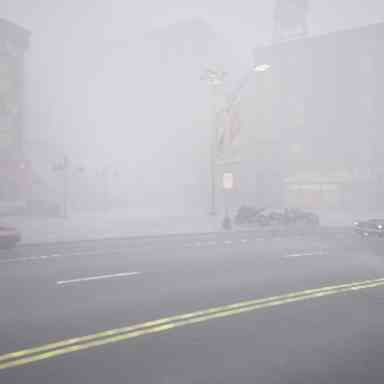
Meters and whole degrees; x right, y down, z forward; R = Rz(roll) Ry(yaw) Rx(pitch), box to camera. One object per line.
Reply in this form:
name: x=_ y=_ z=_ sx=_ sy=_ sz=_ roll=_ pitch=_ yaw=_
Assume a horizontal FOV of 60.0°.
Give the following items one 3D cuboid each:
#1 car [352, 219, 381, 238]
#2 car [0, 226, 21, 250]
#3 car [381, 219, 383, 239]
car: x=10.027 y=1.587 z=15.501 sx=4.718 sy=1.301 sz=1.895 roll=0 pitch=0 yaw=-13
car: x=-8.160 y=1.486 z=10.613 sx=4.718 sy=1.301 sz=1.895 roll=0 pitch=0 yaw=-32
car: x=9.400 y=1.527 z=11.696 sx=4.674 sy=1.442 sz=1.812 roll=0 pitch=0 yaw=-15
